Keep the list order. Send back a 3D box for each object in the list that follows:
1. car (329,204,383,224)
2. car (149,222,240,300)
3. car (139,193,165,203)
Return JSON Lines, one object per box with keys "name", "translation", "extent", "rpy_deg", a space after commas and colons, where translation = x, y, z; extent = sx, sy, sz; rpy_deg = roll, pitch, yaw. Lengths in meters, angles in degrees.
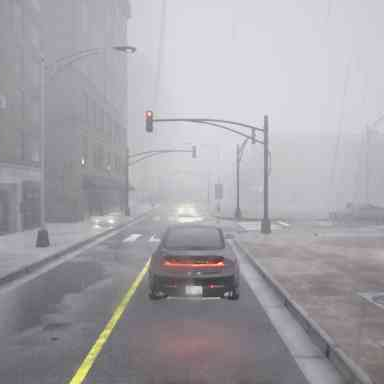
{"name": "car", "translation": [12.064, 1.533, 23.760], "extent": [4.181, 1.385, 1.994], "rpy_deg": [0, 0, 0]}
{"name": "car", "translation": [0.059, 1.511, 8.372], "extent": [1.837, 1.490, 4.892], "rpy_deg": [0, 0, 1]}
{"name": "car", "translation": [-8.392, 1.344, 70.043], "extent": [5.566, 2.045, 2.150], "rpy_deg": [0, 0, 9]}
